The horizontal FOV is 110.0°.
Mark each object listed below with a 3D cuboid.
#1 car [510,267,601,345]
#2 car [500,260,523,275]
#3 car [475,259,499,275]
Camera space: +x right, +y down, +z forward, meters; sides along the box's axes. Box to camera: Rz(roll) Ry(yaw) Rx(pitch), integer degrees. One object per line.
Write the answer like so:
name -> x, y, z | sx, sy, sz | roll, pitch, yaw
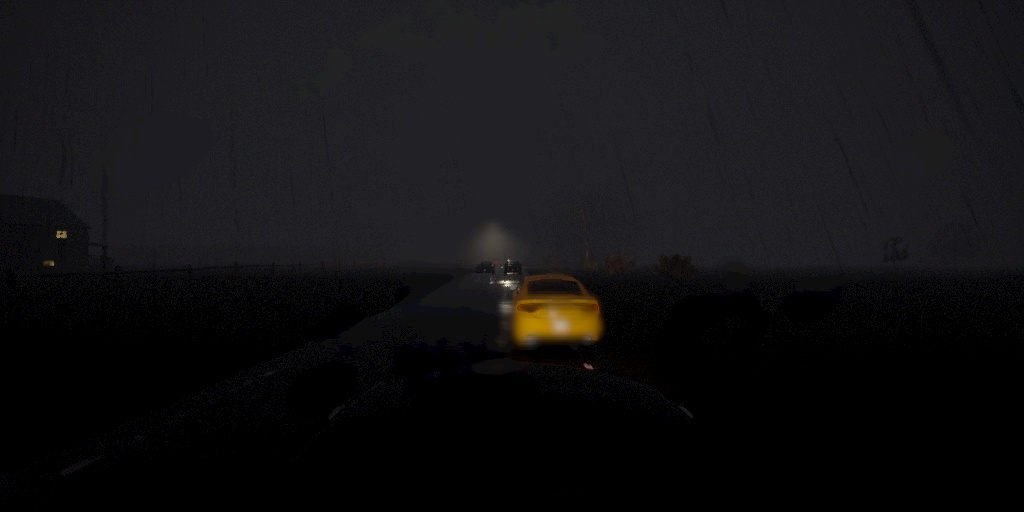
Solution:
car -> 0.966, 1.227, 9.533 | 1.882, 1.535, 5.008 | 0, 0, 0
car -> 0.098, 1.236, 39.195 | 2.128, 1.511, 4.902 | 0, 0, 0
car -> -2.837, 1.308, 39.211 | 1.994, 1.385, 4.181 | 0, 0, 0
